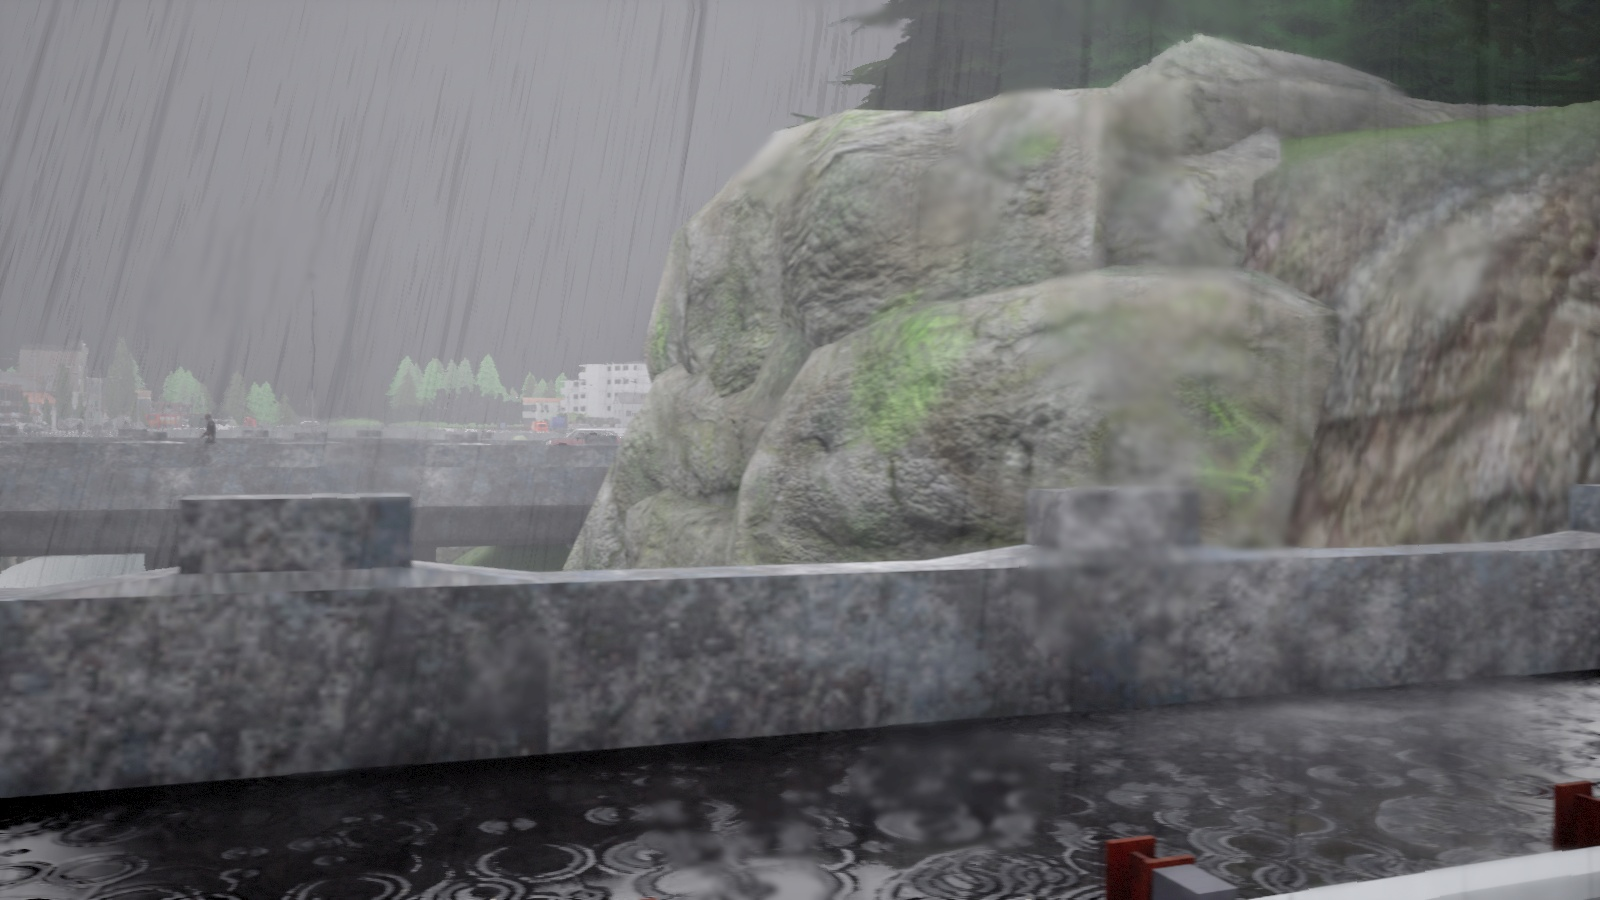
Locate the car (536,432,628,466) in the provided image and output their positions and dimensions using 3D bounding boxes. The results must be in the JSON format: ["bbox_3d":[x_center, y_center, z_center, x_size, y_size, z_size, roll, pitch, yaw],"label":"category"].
[{"bbox_3d":[-9.961,-0.060,57.208,3.806,1.475,1.970,-1,1,-21],"label":"car"}]

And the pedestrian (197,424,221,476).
[{"bbox_3d":[-21.125,0.006,44.922,0.720,1.854,0.376,-1,1,-21],"label":"pedestrian"}]
